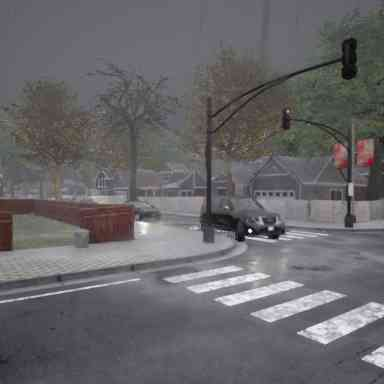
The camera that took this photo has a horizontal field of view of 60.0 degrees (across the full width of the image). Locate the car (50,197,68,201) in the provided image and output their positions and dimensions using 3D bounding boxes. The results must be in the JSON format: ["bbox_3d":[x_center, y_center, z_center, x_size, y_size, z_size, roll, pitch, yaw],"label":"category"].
[{"bbox_3d":[-20.827,1.648,50.808,1.812,1.442,4.674,0,0,-36],"label":"car"}]

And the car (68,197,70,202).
[{"bbox_3d":[-16.569,1.651,49.678,1.994,1.385,4.181,0,0,-35],"label":"car"}]

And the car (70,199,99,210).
[{"bbox_3d":[-11.936,1.540,38.186,2.128,1.511,4.902,0,0,-35],"label":"car"}]

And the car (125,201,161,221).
[{"bbox_3d":[-4.364,1.506,27.562,1.882,1.535,5.008,0,0,-35],"label":"car"}]

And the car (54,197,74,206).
[{"bbox_3d":[-22.218,1.598,57.493,2.128,1.511,4.902,0,0,-36],"label":"car"}]

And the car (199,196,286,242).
[{"bbox_3d":[2.292,1.226,16.827,2.150,2.045,5.566,1,0,-24],"label":"car"}]
